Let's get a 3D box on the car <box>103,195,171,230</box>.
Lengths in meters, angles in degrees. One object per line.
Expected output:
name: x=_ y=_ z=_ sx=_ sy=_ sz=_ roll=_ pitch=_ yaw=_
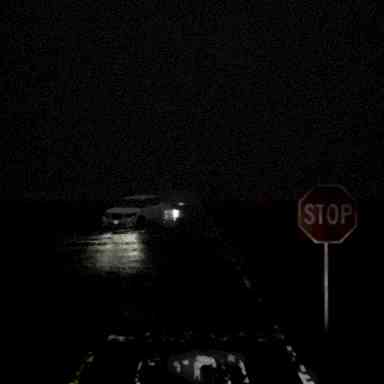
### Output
car: x=-3.517 y=1.275 z=21.477 sx=2.150 sy=2.045 sz=5.566 roll=0 pitch=2 yaw=17

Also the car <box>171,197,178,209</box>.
car: x=-2.832 y=1.495 z=43.587 sx=1.895 sy=1.301 sz=4.718 roll=0 pitch=0 yaw=0

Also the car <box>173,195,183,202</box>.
car: x=-2.879 y=1.257 z=69.120 sx=1.895 sy=1.301 sz=4.718 roll=0 pitch=0 yaw=0
